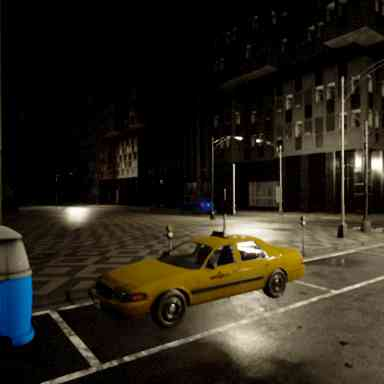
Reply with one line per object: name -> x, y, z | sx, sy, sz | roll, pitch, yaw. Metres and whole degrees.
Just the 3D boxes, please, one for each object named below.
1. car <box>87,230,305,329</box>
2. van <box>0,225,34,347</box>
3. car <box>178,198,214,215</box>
car -> 0.363, 1.525, 6.934 | 4.829, 1.417, 1.752 | 0, 0, -36
van -> -3.975, 1.341, 3.796 | 3.998, 1.788, 1.690 | 0, 0, -36
car -> 0.435, 1.768, 42.313 | 2.150, 2.045, 5.566 | 0, -1, -36
